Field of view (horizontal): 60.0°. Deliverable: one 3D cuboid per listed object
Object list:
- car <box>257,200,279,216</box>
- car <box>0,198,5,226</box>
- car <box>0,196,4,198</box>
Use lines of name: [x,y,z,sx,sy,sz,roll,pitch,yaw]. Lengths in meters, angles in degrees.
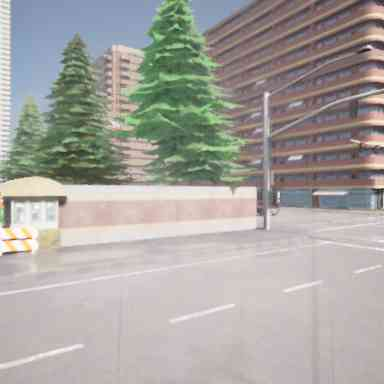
car: [6.389,1.560,32.807,1.812,1.442,4.674,0,0,-36]
car: [-11.505,1.340,18.610,3.988,1.617,1.851,0,0,-35]
car: [-13.537,1.171,22.656,4.605,1.855,1.932,0,0,-35]
